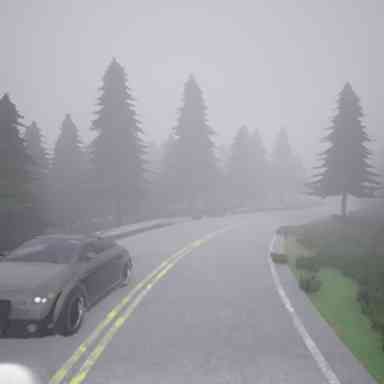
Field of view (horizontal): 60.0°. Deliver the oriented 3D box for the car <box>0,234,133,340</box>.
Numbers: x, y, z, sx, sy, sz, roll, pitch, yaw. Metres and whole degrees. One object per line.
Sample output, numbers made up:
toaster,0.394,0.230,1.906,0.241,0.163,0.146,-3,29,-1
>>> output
car,-2.661,1.570,6.669,1.994,1.385,4.181,0,0,8
